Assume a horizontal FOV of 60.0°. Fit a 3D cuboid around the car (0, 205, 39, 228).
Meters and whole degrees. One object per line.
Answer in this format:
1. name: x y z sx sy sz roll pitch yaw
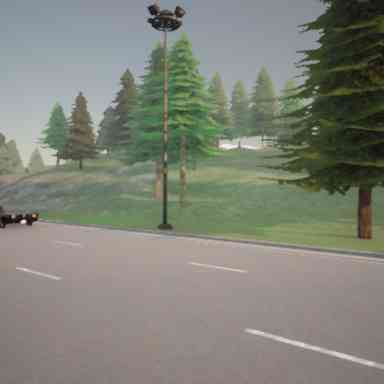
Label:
1. car: -11.807 1.466 21.016 4.718 1.301 1.895 0 0 36
